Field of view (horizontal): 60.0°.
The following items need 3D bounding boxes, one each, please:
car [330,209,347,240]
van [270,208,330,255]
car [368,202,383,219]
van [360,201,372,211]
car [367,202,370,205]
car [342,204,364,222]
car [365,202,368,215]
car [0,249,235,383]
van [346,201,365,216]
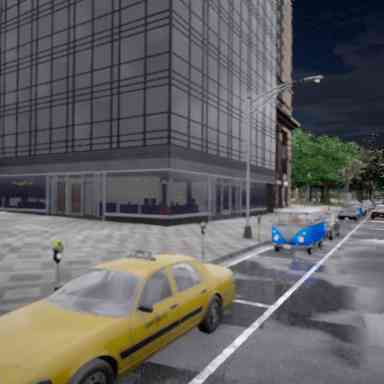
[{"bbox_3d":[7.403,1.887,19.092,2.008,1.369,4.403,0,-1,30],"label":"car"},{"bbox_3d":[4.660,1.585,14.402,1.690,1.788,3.998,0,-1,30],"label":"van"},{"bbox_3d":[20.903,2.200,36.688,1.882,1.535,5.008,0,-1,30],"label":"car"},{"bbox_3d":[32.118,2.527,61.326,1.690,1.788,3.998,0,-1,30],"label":"van"},{"bbox_3d":[23.878,2.466,47.245,1.947,1.339,4.313,0,-1,30],"label":"car"},{"bbox_3d":[15.641,2.182,33.168,1.947,1.339,4.313,0,-1,30],"label":"car"},{"bbox_3d":[21.047,2.327,42.407,1.752,1.417,4.829,0,-1,30],"label":"car"},{"bbox_3d":[-0.920,1.582,4.868,1.752,1.417,4.829,0,-1,30],"label":"car"},{"bbox_3d":[18.389,2.052,37.864,1.690,1.788,3.998,0,-1,30],"label":"van"}]
